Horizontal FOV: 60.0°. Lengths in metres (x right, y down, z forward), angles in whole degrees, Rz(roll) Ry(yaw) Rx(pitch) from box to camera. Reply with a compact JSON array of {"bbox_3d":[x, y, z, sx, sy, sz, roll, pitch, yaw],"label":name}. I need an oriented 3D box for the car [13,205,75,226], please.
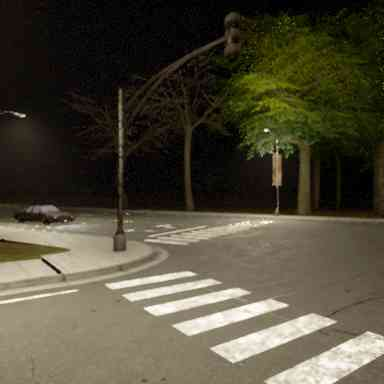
[{"bbox_3d":[-11.322,1.689,25.218,5.357,1.411,2.033,0,0,32],"label":"car"}]
